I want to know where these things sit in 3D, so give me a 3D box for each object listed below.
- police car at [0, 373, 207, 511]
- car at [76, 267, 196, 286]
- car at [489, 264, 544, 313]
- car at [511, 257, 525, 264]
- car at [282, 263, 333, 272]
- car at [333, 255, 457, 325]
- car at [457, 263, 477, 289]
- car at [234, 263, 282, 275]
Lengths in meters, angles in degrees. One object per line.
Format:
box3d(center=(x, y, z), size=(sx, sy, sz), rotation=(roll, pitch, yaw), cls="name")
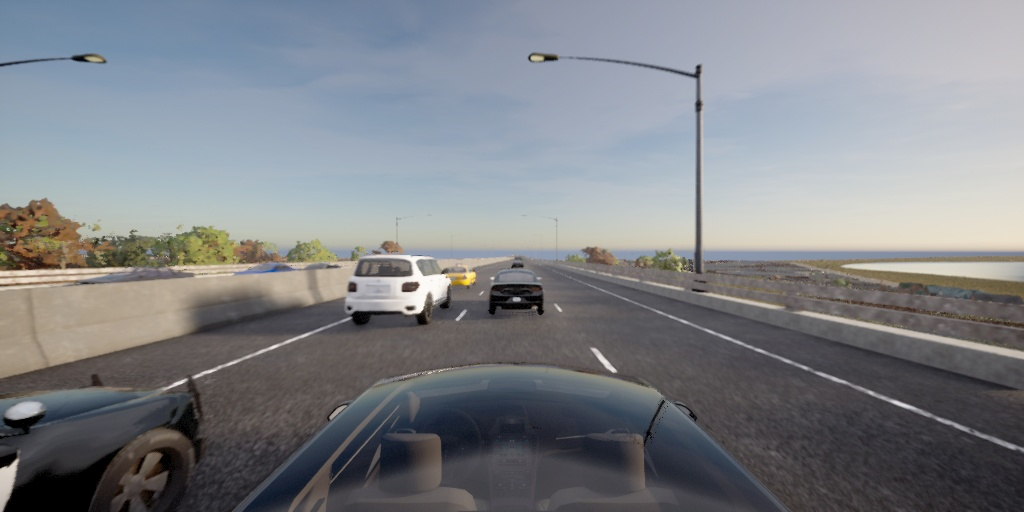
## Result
box3d(center=(-3.504, 1.253, 1.033), size=(2.038, 1.542, 4.974), rotation=(0, 0, 0), cls="police car")
box3d(center=(-20.988, 1.314, 20.454), size=(2.033, 1.411, 5.357), rotation=(0, 0, 1), cls="car")
box3d(center=(0.151, 1.247, 14.047), size=(1.882, 1.535, 5.008), rotation=(0, 0, 0), cls="car")
box3d(center=(0.939, 1.340, 56.534), size=(1.882, 1.535, 5.008), rotation=(0, 0, 2), cls="car")
box3d(center=(-13.909, 1.286, 25.905), size=(1.837, 1.490, 4.892), rotation=(0, 0, 1), cls="car")
box3d(center=(-3.468, 0.985, 12.032), size=(2.150, 2.045, 5.566), rotation=(0, 0, 0), cls="car")
box3d(center=(-3.362, 1.240, 23.158), size=(1.801, 1.575, 5.366), rotation=(0, 0, 1), cls="car")
box3d(center=(-17.413, 1.255, 25.698), size=(1.882, 1.535, 5.008), rotation=(0, 0, 1), cls="car")
